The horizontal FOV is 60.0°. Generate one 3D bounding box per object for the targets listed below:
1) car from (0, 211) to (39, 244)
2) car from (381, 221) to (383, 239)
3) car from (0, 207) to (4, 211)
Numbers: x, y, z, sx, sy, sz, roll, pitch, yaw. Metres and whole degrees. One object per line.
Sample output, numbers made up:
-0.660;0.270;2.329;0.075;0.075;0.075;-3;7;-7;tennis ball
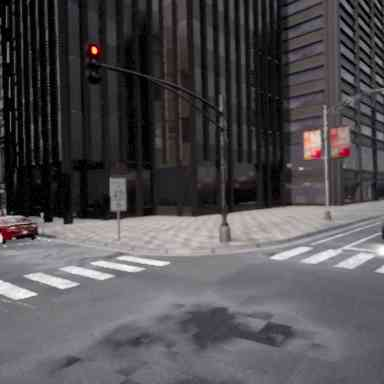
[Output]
-10.196;1.995;18.619;4.507;1.381;1.887;-2;1;43;car
9.794;1.249;14.595;1.812;1.442;4.674;-1;0;43;car
-13.918;1.905;22.094;5.009;1.841;2.192;-2;1;43;car
